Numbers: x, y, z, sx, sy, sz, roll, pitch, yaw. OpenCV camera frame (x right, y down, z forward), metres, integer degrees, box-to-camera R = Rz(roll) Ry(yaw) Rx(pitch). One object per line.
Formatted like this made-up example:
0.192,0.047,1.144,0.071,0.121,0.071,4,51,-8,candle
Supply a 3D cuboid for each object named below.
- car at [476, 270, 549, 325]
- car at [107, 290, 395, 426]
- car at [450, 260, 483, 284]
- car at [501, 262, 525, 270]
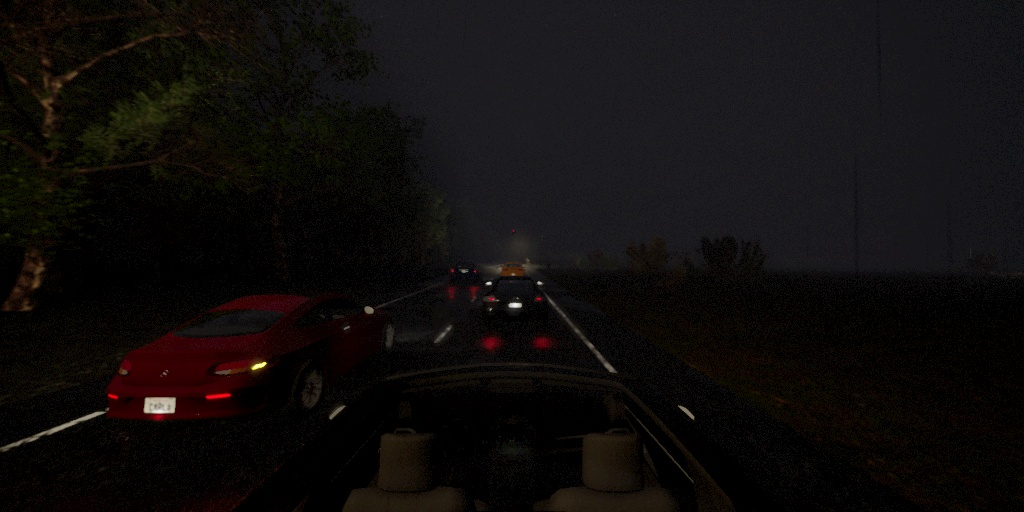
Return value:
0.094,1.322,11.844,1.994,1.385,4.181,0,0,0,car
-3.402,1.279,5.768,1.812,1.442,4.674,0,0,0,car
-3.415,1.120,27.514,2.097,1.767,4.553,0,0,0,car
0.086,1.246,29.334,1.882,1.535,5.008,0,0,0,car
